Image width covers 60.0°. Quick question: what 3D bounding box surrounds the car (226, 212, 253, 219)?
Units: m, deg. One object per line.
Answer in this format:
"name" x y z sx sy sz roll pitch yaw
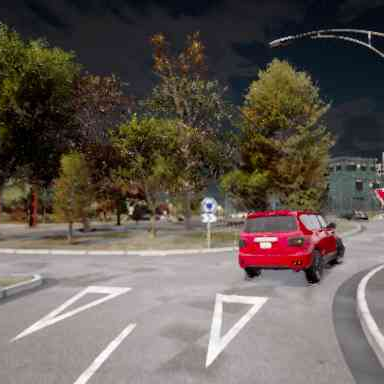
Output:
"car" 9.077 4.485 63.681 4.674 1.442 1.812 -2 -5 28

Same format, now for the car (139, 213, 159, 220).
"car" -12.151 6.941 88.756 4.892 1.521 2.231 1 -5 -16

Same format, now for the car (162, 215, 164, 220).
"car" -11.670 7.221 94.698 5.566 2.045 2.435 1 -6 -15

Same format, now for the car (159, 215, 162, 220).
"car" -11.959 6.954 91.721 5.566 2.045 2.435 1 -5 -16

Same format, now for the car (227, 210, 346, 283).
"car" 3.527 1.683 11.380 2.150 2.045 5.566 -7 -6 33

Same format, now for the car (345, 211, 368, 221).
"car" 21.962 3.234 45.535 1.994 1.385 4.181 1 -3 -12
